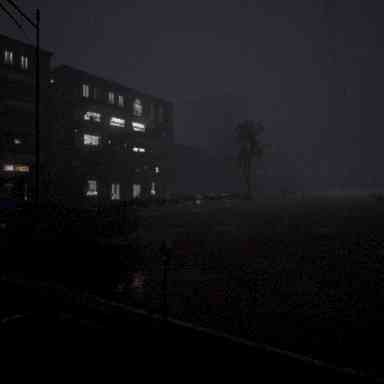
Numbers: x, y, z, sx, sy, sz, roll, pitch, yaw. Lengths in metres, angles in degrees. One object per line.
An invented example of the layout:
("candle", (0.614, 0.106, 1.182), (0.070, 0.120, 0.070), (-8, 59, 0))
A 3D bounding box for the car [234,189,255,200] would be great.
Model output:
("car", (9.856, 0.673, 59.988), (1.752, 1.417, 4.829), (2, 2, 35))

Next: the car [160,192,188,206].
("car", (-2.921, 1.048, 41.533), (2.008, 1.369, 4.403), (2, 2, 35))

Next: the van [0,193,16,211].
("van", (-19.317, 1.033, 32.561), (1.690, 1.788, 3.998), (2, 2, 35))

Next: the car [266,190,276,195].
("car", (21.887, 0.113, 92.091), (1.887, 1.381, 4.507), (2, 2, 35))

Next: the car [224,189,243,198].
("car", (9.211, 0.225, 73.770), (2.192, 1.841, 5.009), (2, 2, 35))

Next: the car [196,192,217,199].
("car", (2.869, 0.648, 64.619), (1.947, 1.339, 4.313), (2, 2, 35))

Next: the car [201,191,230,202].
("car", (3.419, 0.874, 50.691), (2.008, 1.369, 4.403), (2, 2, 35))

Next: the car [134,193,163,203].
("car", (-6.641, 0.908, 50.882), (1.947, 1.339, 4.313), (2, 2, 35))

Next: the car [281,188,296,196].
("car", (23.160, 0.007, 79.743), (2.150, 2.045, 5.566), (1, 1, 35))

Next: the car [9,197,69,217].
("car", (-12.429, 1.326, 27.798), (1.947, 1.339, 4.313), (2, 2, 35))

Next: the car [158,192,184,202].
("car", (-3.471, 0.806, 55.461), (2.008, 1.369, 4.403), (2, 2, 35))

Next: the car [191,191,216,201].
("car", (2.031, 0.708, 58.702), (2.128, 1.511, 4.902), (1, 1, 35))

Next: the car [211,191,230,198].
("car", (5.942, 0.524, 69.057), (1.752, 1.417, 4.829), (2, 2, 35))

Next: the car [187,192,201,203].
("car", (-1.212, 0.734, 48.745), (2.097, 1.767, 4.553), (1, 1, 35))

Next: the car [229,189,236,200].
("car", (7.344, 0.630, 61.105), (2.128, 1.511, 4.902), (1, 1, 35))

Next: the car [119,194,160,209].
("car", (-6.091, 1.130, 36.954), (1.887, 1.381, 4.507), (2, 2, 35))
